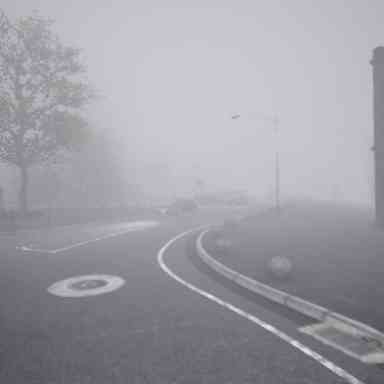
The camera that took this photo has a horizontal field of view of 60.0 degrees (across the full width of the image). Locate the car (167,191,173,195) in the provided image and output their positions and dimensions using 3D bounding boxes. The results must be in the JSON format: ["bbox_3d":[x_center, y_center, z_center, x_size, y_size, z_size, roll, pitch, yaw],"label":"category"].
[{"bbox_3d":[-6.402,1.033,57.651,4.892,1.521,2.231,-1,0,26],"label":"car"}]

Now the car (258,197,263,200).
[{"bbox_3d":[10.666,0.980,64.022,5.366,1.575,1.946,-1,-1,26],"label":"car"}]

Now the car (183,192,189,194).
[{"bbox_3d":[-2.789,1.079,65.357,5.366,1.575,1.946,-1,-1,26],"label":"car"}]

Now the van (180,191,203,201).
[{"bbox_3d":[-0.085,0.919,70.108,4.442,1.987,1.878,-1,-1,26],"label":"van"}]

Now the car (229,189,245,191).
[{"bbox_3d":[5.061,0.628,53.247,5.566,2.045,2.435,-1,-1,26],"label":"car"}]

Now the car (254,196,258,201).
[{"bbox_3d":[9.171,0.821,61.509,4.553,1.767,2.185,-1,-1,26],"label":"car"}]

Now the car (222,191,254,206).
[{"bbox_3d":[5.657,0.956,40.689,1.812,1.442,4.674,-1,0,27],"label":"car"}]

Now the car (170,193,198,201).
[{"bbox_3d":[-1.601,1.108,67.738,5.366,1.575,1.946,-1,-1,27],"label":"car"}]

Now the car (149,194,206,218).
[{"bbox_3d":[-1.073,1.224,27.353,2.128,1.511,4.902,-1,1,27],"label":"car"}]

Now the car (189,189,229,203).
[{"bbox_3d":[2.429,0.750,47.906,4.553,1.767,2.185,-1,0,26],"label":"car"}]

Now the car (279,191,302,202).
[{"bbox_3d":[15.797,0.886,53.388,1.994,1.385,4.181,-1,-1,27],"label":"car"}]

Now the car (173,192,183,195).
[{"bbox_3d":[-5.150,0.786,60.148,5.566,2.045,2.435,-1,0,26],"label":"car"}]

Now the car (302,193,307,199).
[{"bbox_3d":[20.307,0.885,62.318,2.128,1.511,4.902,-1,0,27],"label":"car"}]

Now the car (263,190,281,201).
[{"bbox_3d":[14.576,0.690,58.189,2.150,2.045,5.566,-1,-1,27],"label":"car"}]

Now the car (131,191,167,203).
[{"bbox_3d":[-7.565,0.778,55.248,5.566,2.045,2.435,-1,0,26],"label":"car"}]
